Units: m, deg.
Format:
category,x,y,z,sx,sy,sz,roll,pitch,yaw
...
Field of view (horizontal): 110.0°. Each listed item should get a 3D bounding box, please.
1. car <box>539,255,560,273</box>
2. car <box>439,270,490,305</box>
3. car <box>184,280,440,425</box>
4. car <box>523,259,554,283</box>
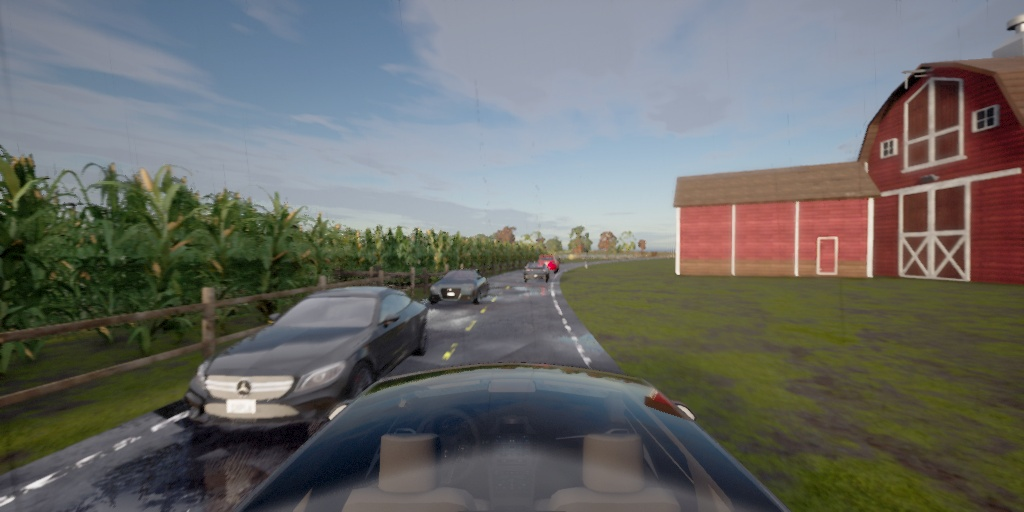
category,x,y,z,sx,sy,sz,roll,pitch,yaw
car,4.268,0.924,41.563,2.150,2.045,5.566,0,1,11
car,-2.212,1.303,15.978,1.994,1.385,4.181,0,0,5
car,-2.694,1.271,5.969,1.812,1.442,4.674,0,0,1
car,1.985,1.220,28.111,2.128,1.511,4.902,0,0,7
